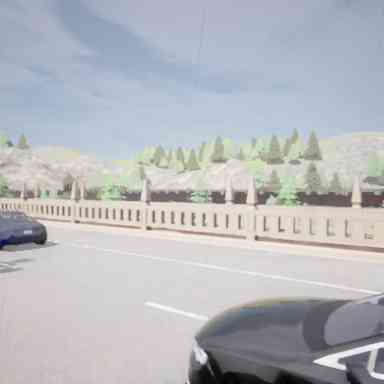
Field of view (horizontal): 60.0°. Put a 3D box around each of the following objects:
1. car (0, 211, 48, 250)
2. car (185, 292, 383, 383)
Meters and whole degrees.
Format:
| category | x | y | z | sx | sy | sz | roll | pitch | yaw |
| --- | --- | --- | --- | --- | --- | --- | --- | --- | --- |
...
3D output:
| category | x | y | z | sx | sy | sz | roll | pitch | yaw |
| --- | --- | --- | --- | --- | --- | --- | --- | --- | --- |
| car | -7.940 | 1.504 | 13.967 | 4.181 | 1.385 | 1.994 | 0 | 0 | 36 |
| car | 2.186 | 1.494 | 2.433 | 4.902 | 1.511 | 2.128 | 0 | 0 | 36 |
